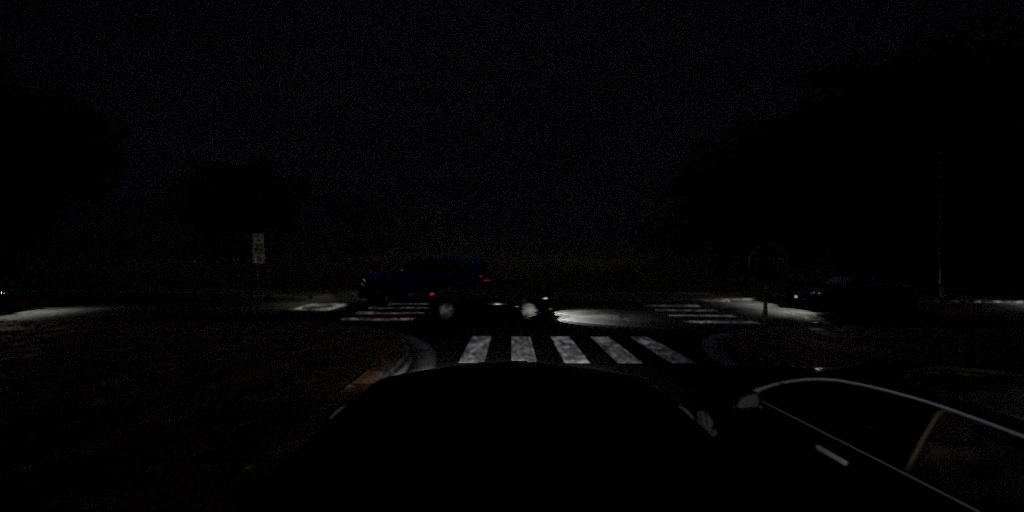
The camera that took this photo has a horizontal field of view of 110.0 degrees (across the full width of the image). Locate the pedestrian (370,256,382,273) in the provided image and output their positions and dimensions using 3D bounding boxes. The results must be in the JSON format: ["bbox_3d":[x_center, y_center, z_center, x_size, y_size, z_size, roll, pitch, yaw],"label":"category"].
[{"bbox_3d":[-6.905,0.880,18.194,0.375,1.860,0.375,0,0,0],"label":"pedestrian"}]

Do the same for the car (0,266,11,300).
[{"bbox_3d":[-25.303,1.224,15.265,4.902,1.511,2.128,0,1,0],"label":"car"}]

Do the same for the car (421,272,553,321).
[{"bbox_3d":[-0.716,1.395,12.370,4.181,1.385,1.994,0,0,0],"label":"car"}]

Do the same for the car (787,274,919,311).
[{"bbox_3d":[14.473,1.492,15.328,4.674,1.442,1.812,1,1,0],"label":"car"}]

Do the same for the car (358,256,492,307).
[{"bbox_3d":[-3.529,1.028,15.302,5.566,2.045,2.150,0,1,0],"label":"car"}]

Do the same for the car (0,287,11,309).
[{"bbox_3d":[-20.508,1.282,12.313,4.892,1.490,1.837,0,1,0],"label":"car"}]

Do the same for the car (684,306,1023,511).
[{"bbox_3d":[2.637,1.303,2.020,2.007,1.370,4.403,0,0,0],"label":"car"}]
